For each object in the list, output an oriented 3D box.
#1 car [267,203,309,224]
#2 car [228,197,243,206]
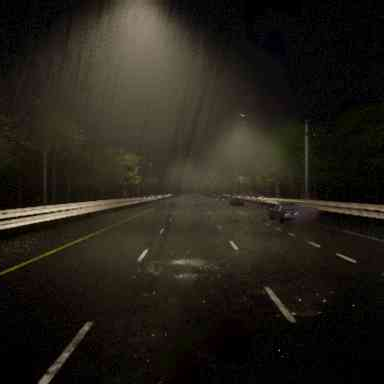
[{"bbox_3d":[7.023,1.550,24.789,2.033,1.411,5.357,0,0,0],"label":"car"},{"bbox_3d":[7.103,1.569,54.047,1.994,1.385,4.181,0,0,0],"label":"car"}]
